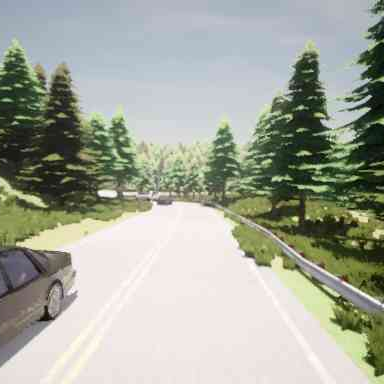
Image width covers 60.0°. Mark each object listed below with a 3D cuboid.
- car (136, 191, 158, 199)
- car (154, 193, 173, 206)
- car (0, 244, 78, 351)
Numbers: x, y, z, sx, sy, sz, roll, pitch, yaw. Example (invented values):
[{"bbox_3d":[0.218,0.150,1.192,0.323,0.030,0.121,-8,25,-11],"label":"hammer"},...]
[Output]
[{"bbox_3d":[-8.725,0.894,64.681,5.566,2.045,2.150,-1,2,43],"label":"car"},{"bbox_3d":[-3.980,1.267,48.735,1.837,1.490,4.892,0,0,-12],"label":"car"},{"bbox_3d":[-3.248,1.474,4.362,2.033,1.411,5.357,1,0,1],"label":"car"}]
